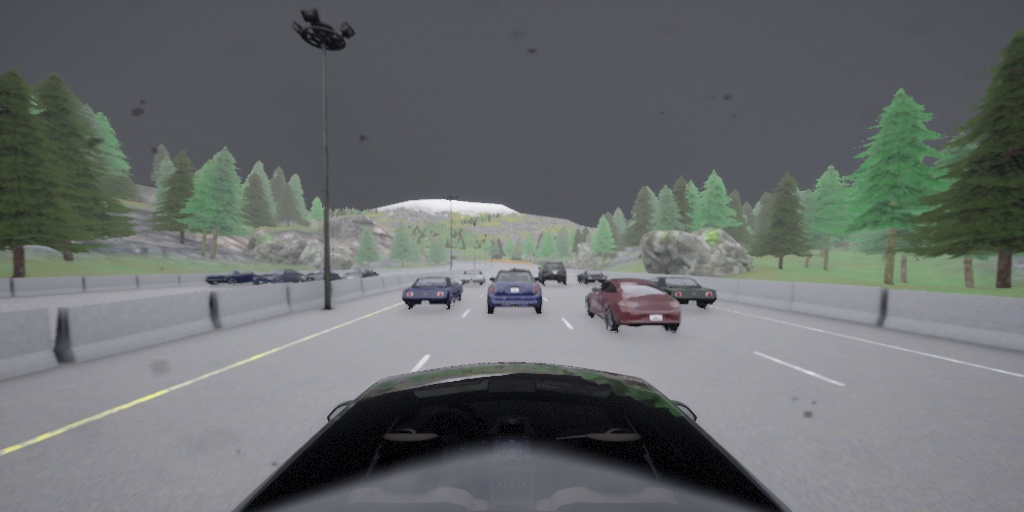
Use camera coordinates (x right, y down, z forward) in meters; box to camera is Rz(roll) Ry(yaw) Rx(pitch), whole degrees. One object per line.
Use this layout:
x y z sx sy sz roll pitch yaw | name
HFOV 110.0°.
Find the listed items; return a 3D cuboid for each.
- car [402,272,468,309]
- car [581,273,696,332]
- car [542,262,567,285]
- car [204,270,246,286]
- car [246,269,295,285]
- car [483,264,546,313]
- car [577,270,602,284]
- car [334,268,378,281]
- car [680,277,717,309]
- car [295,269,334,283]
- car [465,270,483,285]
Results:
-3.398 1.583 16.336 1.895 1.301 4.718 0 -1 0 | car
3.602 1.417 11.260 1.812 1.442 4.674 0 -1 0 | car
3.604 1.561 32.633 2.150 2.045 5.566 0 -1 0 | car
-24.593 1.925 31.948 1.895 1.301 4.718 0 -1 0 | car
-21.094 1.894 32.809 2.033 1.411 5.357 0 -1 0 | car
0.102 1.315 15.295 2.097 1.767 4.553 0 -1 0 | car
7.104 1.931 32.258 1.895 1.301 4.718 0 -1 0 | car
-14.091 1.851 33.352 2.128 1.511 4.902 0 -1 0 | car
7.102 1.581 16.296 1.895 1.301 4.718 0 -1 0 | car
-17.590 1.920 33.219 1.994 1.385 4.181 0 -1 0 | car
-3.396 1.932 32.273 1.895 1.301 4.718 0 -1 0 | car
